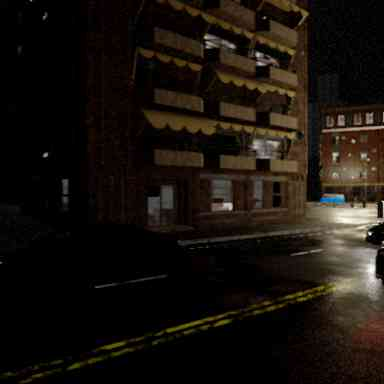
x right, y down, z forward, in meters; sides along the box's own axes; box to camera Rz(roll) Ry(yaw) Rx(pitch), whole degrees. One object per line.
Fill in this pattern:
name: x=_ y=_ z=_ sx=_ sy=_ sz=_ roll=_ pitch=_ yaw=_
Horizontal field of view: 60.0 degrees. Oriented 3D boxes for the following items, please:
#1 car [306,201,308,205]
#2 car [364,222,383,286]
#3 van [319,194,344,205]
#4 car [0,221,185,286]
car: x=15.916 y=1.449 z=51.871 sx=4.206 sy=1.307 sz=1.802 roll=1 pitch=-1 yaw=21
car: x=6.337 y=1.564 z=8.085 sx=4.902 sy=1.511 sz=2.128 roll=1 pitch=0 yaw=-36
van: x=24.309 y=1.301 z=57.597 sx=3.998 sy=1.788 sz=1.690 roll=1 pitch=-1 yaw=21
car: x=-2.783 y=1.579 z=9.692 sx=5.357 sy=1.411 sz=2.033 roll=1 pitch=0 yaw=-36
